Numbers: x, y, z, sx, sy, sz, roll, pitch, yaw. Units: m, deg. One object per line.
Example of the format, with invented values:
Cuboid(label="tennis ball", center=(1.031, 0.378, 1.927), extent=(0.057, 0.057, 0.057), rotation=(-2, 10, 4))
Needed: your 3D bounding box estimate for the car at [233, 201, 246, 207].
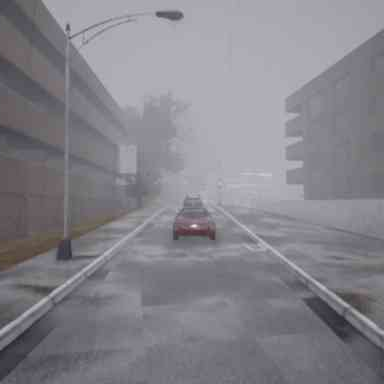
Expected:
Cuboid(label="car", center=(10.827, 3.261, 88.160), extent=(2.435, 2.045, 5.566), rotation=(8, -5, -30))

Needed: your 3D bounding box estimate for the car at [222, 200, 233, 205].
Cuboid(label="car", center=(7.830, 3.089, 87.603), extent=(2.185, 1.767, 4.553), rotation=(7, -4, -31))

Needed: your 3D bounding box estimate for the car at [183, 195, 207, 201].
Cuboid(label="car", center=(0.116, 1.011, 33.694), extent=(2.128, 1.511, 4.902), rotation=(0, 0, 0))

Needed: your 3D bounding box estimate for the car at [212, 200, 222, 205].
Cuboid(label="car", center=(4.858, 2.834, 87.105), extent=(2.185, 1.767, 4.553), rotation=(5, -4, -31))

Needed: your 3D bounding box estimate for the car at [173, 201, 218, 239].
Cuboid(label="car", center=(0.100, 1.397, 16.378), extent=(1.994, 1.385, 4.181), rotation=(0, 1, 0))

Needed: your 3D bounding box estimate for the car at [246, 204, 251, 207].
Cuboid(label="car", center=(13.660, 3.804, 88.855), extent=(1.946, 1.575, 5.366), rotation=(7, -4, -30))
